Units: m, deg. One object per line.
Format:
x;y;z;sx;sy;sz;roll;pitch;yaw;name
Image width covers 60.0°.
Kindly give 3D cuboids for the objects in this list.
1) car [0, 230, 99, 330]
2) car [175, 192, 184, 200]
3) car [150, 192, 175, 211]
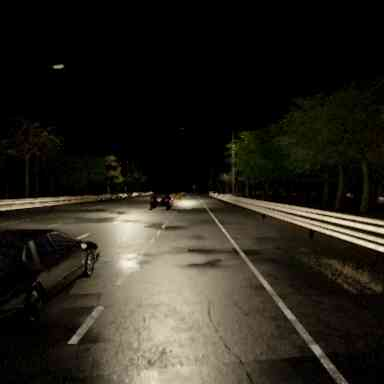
-3.502;1.500;6.859;2.033;1.411;5.357;0;0;0;car
-3.301;0.988;74.710;1.882;1.535;5.008;0;0;0;car
-3.439;0.976;37.535;2.150;2.045;5.566;0;0;0;car
